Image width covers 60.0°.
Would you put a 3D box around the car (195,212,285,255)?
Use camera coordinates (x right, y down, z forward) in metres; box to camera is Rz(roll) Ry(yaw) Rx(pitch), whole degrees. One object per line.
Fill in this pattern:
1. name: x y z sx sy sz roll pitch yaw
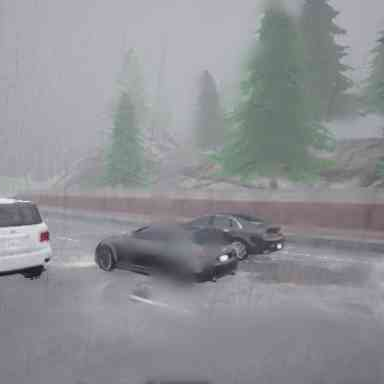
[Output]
1. car: 0.945 1.488 12.268 4.892 1.490 1.837 0 0 39

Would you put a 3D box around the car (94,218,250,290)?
1. car: -0.807 1.543 9.195 4.181 1.385 1.994 0 0 38

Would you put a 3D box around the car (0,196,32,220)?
1. car: -15.002 1.216 27.439 2.097 1.767 4.553 0 0 -42

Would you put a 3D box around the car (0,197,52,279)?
1. car: -5.857 1.172 8.772 5.566 2.045 2.150 0 0 40
